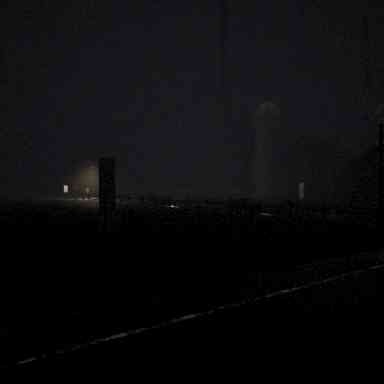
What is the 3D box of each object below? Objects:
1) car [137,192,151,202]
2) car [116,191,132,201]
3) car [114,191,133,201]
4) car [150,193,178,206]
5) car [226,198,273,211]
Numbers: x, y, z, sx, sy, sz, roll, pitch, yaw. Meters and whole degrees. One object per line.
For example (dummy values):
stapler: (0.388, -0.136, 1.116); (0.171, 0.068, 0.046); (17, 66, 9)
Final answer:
car: (-7.829, 0.850, 58.073); (2.097, 1.767, 4.553); (-1, 1, -35)
car: (-12.931, 0.714, 60.373); (1.812, 1.442, 4.674); (-1, 1, -36)
car: (-13.611, 0.753, 66.016); (2.097, 1.767, 4.553); (-1, 1, -36)
car: (-3.745, 1.192, 47.492); (1.994, 1.385, 4.181); (-1, 1, -36)
car: (5.789, 1.328, 34.276); (2.033, 1.411, 5.357); (-1, 1, -36)
